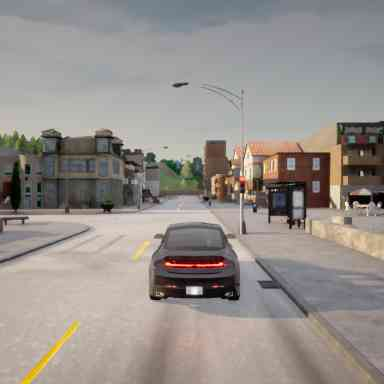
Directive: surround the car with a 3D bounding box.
[{"bbox_3d":[0.068,1.505,8.337,1.837,1.490,4.892,0,0,1],"label":"car"}]
